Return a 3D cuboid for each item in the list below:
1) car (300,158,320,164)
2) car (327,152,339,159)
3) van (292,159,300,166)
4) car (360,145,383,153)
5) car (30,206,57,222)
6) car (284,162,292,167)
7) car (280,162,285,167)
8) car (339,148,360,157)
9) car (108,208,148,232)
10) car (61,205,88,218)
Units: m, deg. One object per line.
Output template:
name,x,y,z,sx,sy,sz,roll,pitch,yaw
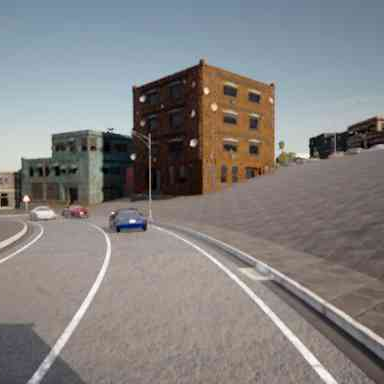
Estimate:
car,22.281,-5.436,61.433,2.231,1.521,4.892,0,1,0
car,22.280,-5.309,50.416,2.185,1.767,4.553,0,1,0
van,22.281,-5.779,66.824,1.878,1.987,4.442,0,1,0
car,22.279,-4.871,39.226,2.002,1.452,4.674,0,1,0
car,-15.383,2.206,34.271,1.812,1.442,4.674,-1,-1,-37
car,22.284,-5.631,72.471,2.002,1.452,4.674,0,1,0
car,22.283,-6.030,77.952,2.435,2.045,5.566,0,1,0
car,22.279,-5.177,44.897,2.185,1.767,4.553,0,1,0
car,-4.205,1.727,21.544,1.994,1.385,4.181,-1,-1,-20
car,-13.234,2.168,37.502,1.812,1.442,4.674,-2,-1,-38
